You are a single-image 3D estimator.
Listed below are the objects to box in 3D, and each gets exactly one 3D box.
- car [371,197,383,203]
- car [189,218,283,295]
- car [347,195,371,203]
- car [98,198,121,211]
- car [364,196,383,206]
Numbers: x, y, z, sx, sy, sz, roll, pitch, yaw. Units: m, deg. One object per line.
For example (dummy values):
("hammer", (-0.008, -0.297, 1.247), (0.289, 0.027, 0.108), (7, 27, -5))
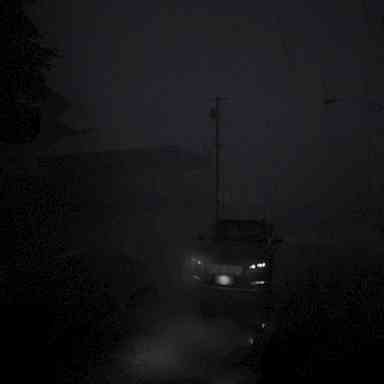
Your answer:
("car", (33.339, 1.452, 60.652), (4.536, 1.218, 1.853), (0, 0, -43))
("car", (1.368, 1.488, 8.961), (2.128, 1.511, 4.902), (0, 0, 17))
("car", (30.807, 1.369, 61.845), (3.633, 1.501, 1.845), (0, 0, 28))
("car", (-9.763, 1.418, 39.933), (1.845, 1.501, 3.633), (0, 0, 17))
("car", (33.377, 1.609, 60.688), (4.974, 1.542, 2.038), (0, 0, -43))
